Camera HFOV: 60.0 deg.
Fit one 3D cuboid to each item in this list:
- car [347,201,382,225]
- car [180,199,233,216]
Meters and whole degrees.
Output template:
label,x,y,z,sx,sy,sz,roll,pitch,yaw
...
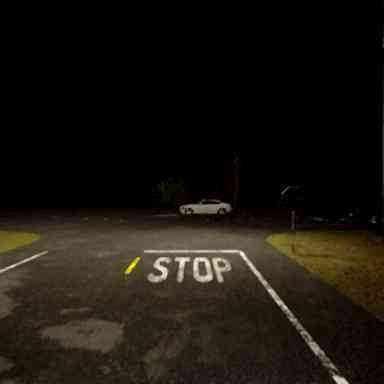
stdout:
label,x,y,z,sx,sy,sz,roll,pitch,yaw
car,13.157,1.381,22.478,5.008,1.535,1.882,0,1,-2
car,1.257,1.346,29.162,4.674,1.442,1.812,0,0,-1
